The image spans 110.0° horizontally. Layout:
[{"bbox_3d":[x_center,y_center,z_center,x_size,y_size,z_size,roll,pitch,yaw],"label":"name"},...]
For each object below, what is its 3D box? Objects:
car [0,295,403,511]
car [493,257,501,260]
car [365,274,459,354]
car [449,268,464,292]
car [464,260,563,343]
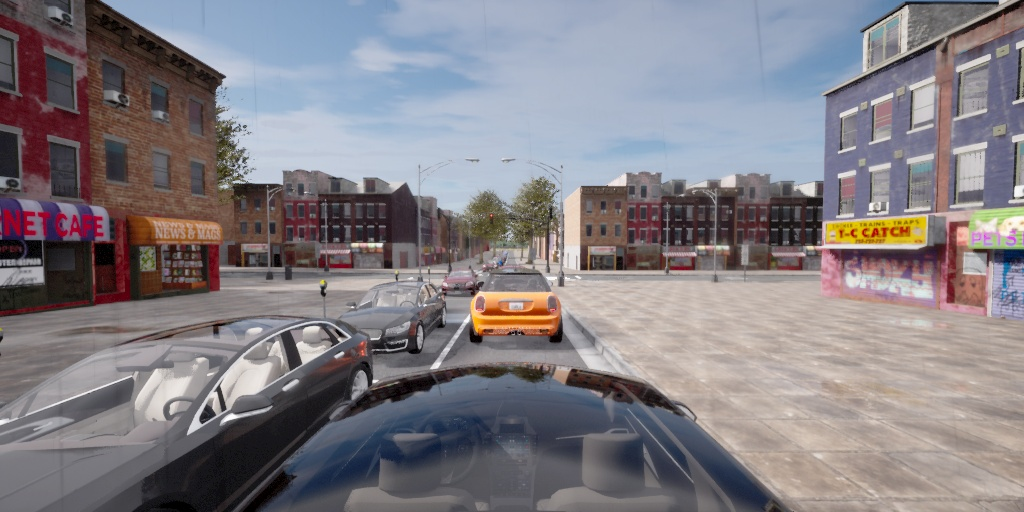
[{"bbox_3d":[-2.643,1.300,3.098,2.007,1.370,4.403,0,0,0],"label":"car"},{"bbox_3d":[-2.733,1.245,46.216,1.967,1.591,4.097,0,0,0],"label":"car"},{"bbox_3d":[-2.654,1.299,8.547,2.007,1.370,4.403,0,0,0],"label":"car"},{"bbox_3d":[-2.677,1.336,19.441,1.802,1.307,4.207,0,0,0],"label":"car"},{"bbox_3d":[0.083,1.101,9.857,2.097,1.767,4.553,0,0,0],"label":"car"}]
